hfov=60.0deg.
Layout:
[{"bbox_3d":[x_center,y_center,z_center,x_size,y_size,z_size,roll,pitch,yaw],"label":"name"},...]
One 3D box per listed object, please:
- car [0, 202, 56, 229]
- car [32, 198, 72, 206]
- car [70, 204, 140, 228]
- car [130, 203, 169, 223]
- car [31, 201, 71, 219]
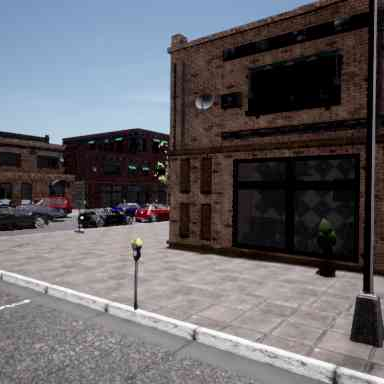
[{"bbox_3d":[-11.640,1.645,21.251,1.837,1.490,4.892,2,1,39],"label":"car"},{"bbox_3d":[-12.967,1.415,29.127,2.192,1.841,5.009,0,0,36],"label":"car"},{"bbox_3d":[-6.212,1.797,24.172,1.947,1.339,4.313,0,0,36],"label":"car"},{"bbox_3d":[-2.930,1.724,28.647,1.967,1.590,4.097,0,0,36],"label":"car"},{"bbox_3d":[-12.464,1.662,25.474,2.033,1.411,5.357,1,0,37],"label":"car"}]
